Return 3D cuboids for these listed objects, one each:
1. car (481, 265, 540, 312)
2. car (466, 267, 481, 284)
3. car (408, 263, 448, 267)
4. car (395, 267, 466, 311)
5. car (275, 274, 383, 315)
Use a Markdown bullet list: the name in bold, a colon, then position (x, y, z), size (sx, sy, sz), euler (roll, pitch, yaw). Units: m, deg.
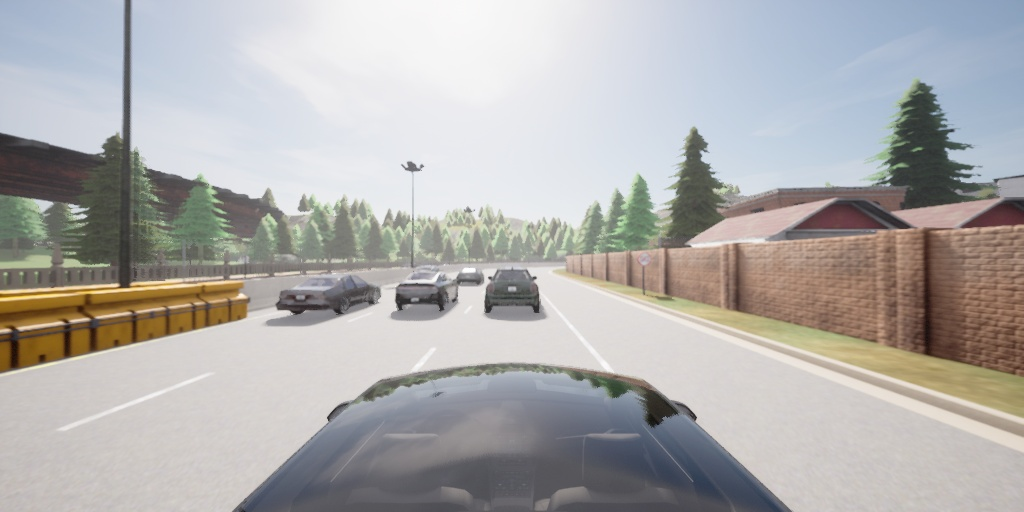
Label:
- **car**: position (0.023, 1.251, 15.250), size (2.097, 1.767, 4.553), euler (0, -1, 0)
- **car**: position (-3.464, 1.631, 30.365), size (1.994, 1.385, 4.181), euler (0, -1, 1)
- **car**: position (-6.961, 1.573, 30.330), size (1.837, 1.490, 4.892), euler (0, 0, 1)
- **car**: position (-3.477, 1.393, 15.331), size (2.128, 1.511, 4.902), euler (0, 0, 0)
- **car**: position (-6.985, 1.438, 14.362), size (2.033, 1.411, 5.357), euler (0, -1, 0)
